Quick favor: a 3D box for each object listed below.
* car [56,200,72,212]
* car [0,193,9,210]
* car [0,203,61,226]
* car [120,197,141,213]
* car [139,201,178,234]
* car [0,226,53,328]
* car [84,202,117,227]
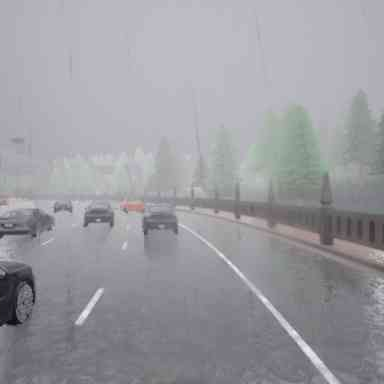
[{"bbox_3d":[-14.385,1.579,37.093,1.895,1.301,4.718,0,0,-21],"label":"car"},{"bbox_3d":[-25.833,1.227,44.640,2.150,2.045,5.566,0,0,-28],"label":"car"},{"bbox_3d":[-8.674,1.544,17.434,2.033,1.411,5.357,0,0,-10],"label":"car"},{"bbox_3d":[-6.548,1.306,35.967,2.097,1.767,4.553,0,0,-19],"label":"car"},{"bbox_3d":[-1.928,1.476,19.059,1.837,1.490,4.892,0,0,-10],"label":"car"},{"bbox_3d":[-3.682,1.496,4.138,2.128,1.511,4.902,0,0,-3],"label":"car"},{"bbox_3d":[-6.287,1.483,22.859,1.837,1.490,4.892,0,0,-12],"label":"car"}]
